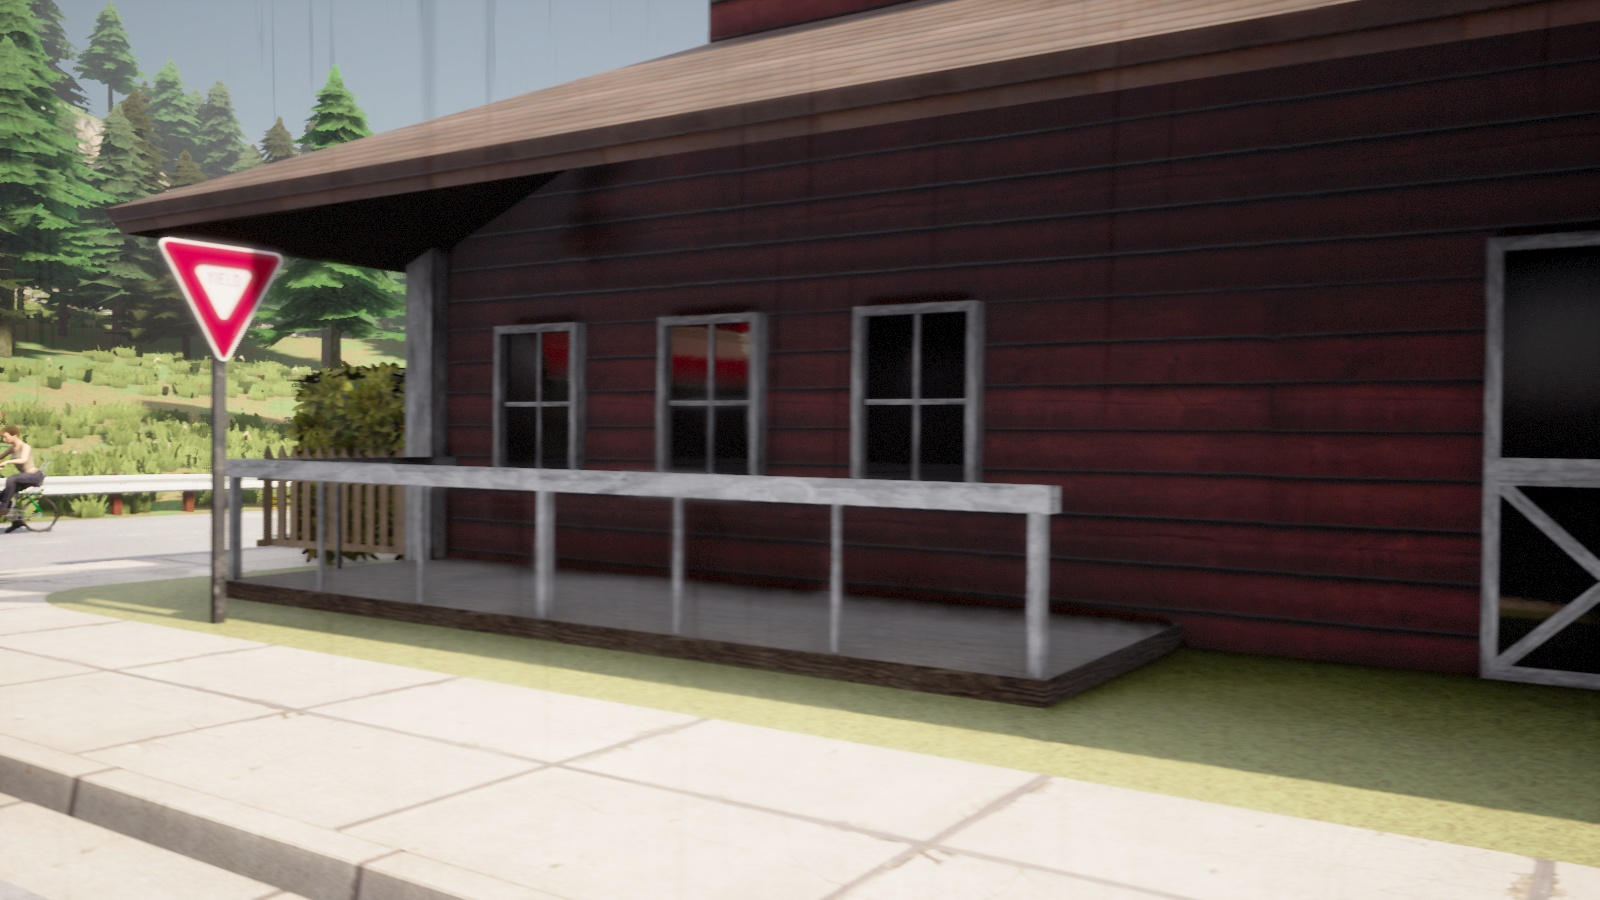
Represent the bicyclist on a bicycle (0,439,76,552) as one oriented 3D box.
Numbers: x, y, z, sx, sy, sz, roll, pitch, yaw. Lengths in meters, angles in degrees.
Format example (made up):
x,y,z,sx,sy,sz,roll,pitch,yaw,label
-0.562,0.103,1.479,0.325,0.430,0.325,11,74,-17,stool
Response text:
x,y,z,sx,sy,sz,roll,pitch,yaw,label
-11.657,0.655,18.465,0.866,1.612,1.509,0,1,34,bicyclist on a bicycle
